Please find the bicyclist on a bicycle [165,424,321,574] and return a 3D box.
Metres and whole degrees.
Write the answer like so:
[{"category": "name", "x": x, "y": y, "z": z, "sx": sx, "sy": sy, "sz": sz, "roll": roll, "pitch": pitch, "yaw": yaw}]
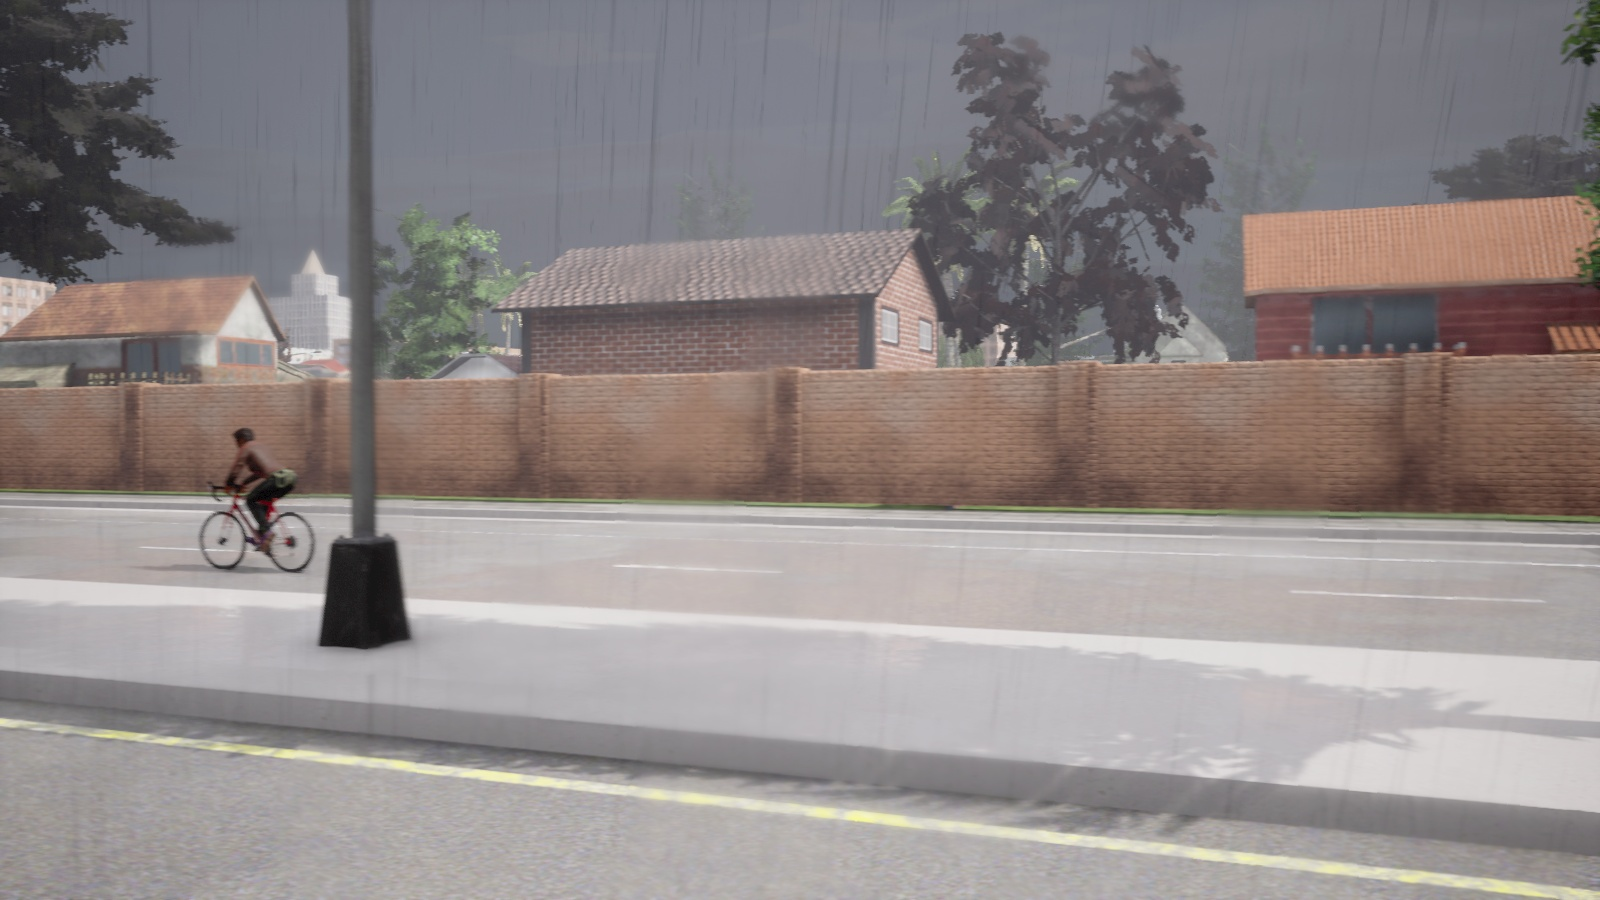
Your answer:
[{"category": "bicyclist on a bicycle", "x": -6.277, "y": 0.526, "z": 14.149, "sx": 1.656, "sy": 1.620, "sz": 0.582, "roll": 0, "pitch": 1, "yaw": 20}]
